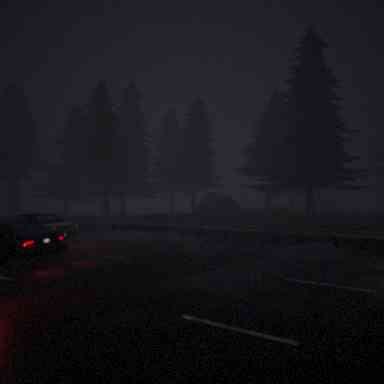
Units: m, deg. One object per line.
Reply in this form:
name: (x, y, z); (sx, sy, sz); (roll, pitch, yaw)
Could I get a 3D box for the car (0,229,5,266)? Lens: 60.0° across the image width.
car: (-6.648, 1.589, 7.580); (4.674, 1.442, 1.812); (0, 0, 28)

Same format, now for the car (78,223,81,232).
car: (-7.768, 1.686, 15.986); (4.718, 1.301, 1.895); (-1, 0, 25)

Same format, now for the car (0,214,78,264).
car: (-6.857, 1.619, 11.708); (5.357, 1.411, 2.033); (-1, 0, 27)
